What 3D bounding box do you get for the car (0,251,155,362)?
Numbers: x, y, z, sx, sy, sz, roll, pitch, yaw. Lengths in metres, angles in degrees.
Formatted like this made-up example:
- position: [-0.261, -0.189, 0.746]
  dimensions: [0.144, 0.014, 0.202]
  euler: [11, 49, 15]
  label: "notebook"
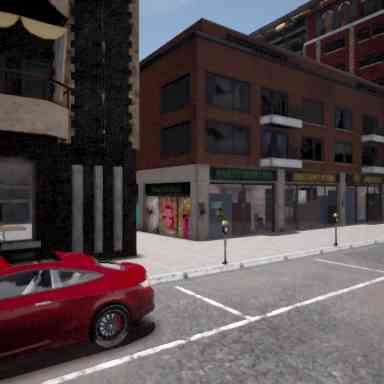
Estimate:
- position: [-2.556, 1.579, 4.738]
  dimensions: [4.206, 1.307, 1.802]
  euler: [0, 0, -35]
  label: "car"
